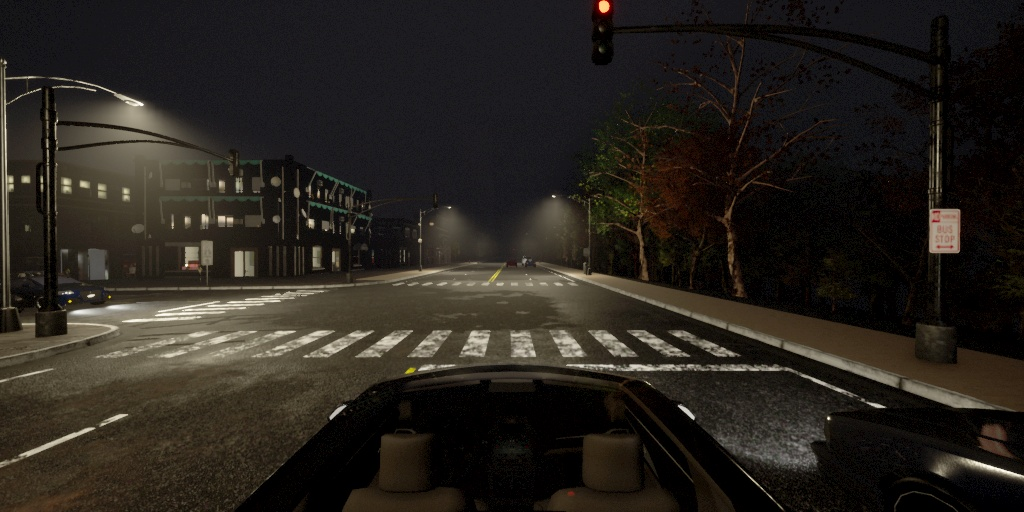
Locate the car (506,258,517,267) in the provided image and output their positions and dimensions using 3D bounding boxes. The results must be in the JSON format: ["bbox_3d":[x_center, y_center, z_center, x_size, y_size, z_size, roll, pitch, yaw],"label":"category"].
[{"bbox_3d":[-0.027,1.204,63.151,1.882,1.535,5.008,0,0,0],"label":"car"}]

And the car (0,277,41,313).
[{"bbox_3d":[-19.969,1.565,12.514,4.313,1.339,1.948,0,0,0],"label":"car"}]

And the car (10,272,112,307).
[{"bbox_3d":[-19.861,1.534,15.220,4.181,1.385,1.994,-1,1,0],"label":"car"}]

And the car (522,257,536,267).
[{"bbox_3d":[3.226,1.274,63.182,2.033,1.411,5.357,0,0,0],"label":"car"}]

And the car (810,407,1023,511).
[{"bbox_3d":[3.354,1.298,0.401,2.033,1.411,5.357,0,0,0],"label":"car"}]
